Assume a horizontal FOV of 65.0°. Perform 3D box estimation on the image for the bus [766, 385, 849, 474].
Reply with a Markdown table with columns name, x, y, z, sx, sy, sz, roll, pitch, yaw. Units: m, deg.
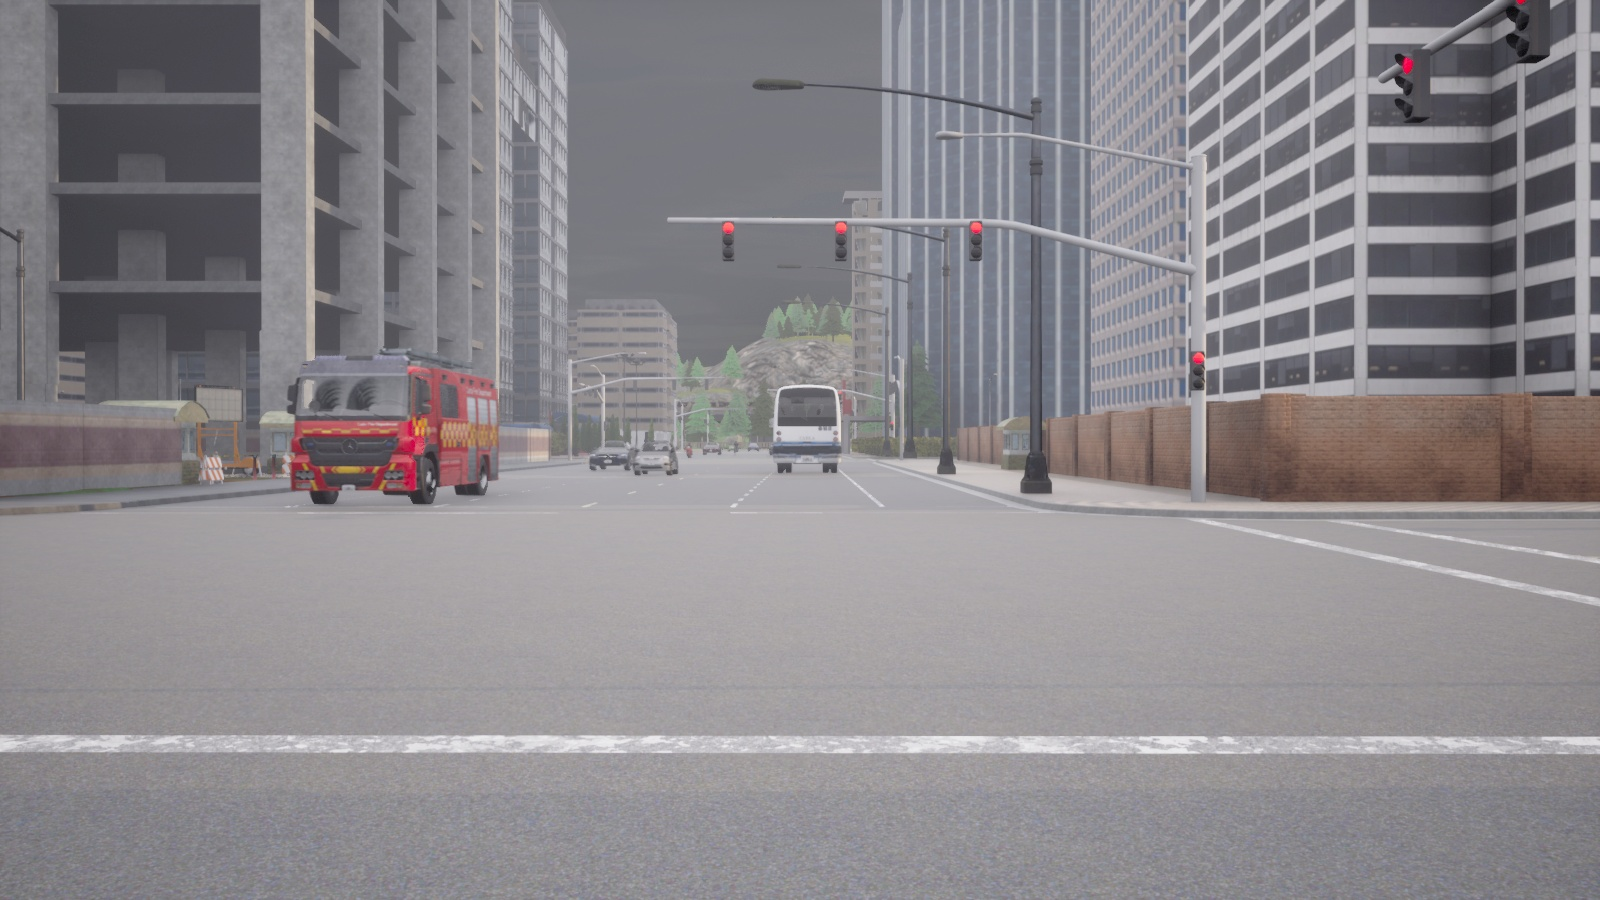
| name | x | y | z | sx | sy | sz | roll | pitch | yaw |
| --- | --- | --- | --- | --- | --- | --- | --- | --- | --- |
| bus | 0.374 | -1.000 | 65.143 | 3.944 | 4.253 | 10.273 | 0 | 0 | 0 |

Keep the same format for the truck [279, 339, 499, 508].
| name | x | y | z | sx | sy | sz | roll | pitch | yaw |
| --- | --- | --- | --- | --- | --- | --- | --- | --- | --- |
| truck | -10.305 | -0.611 | 32.625 | 2.891 | 3.827 | 8.468 | 0 | 0 | 0 |

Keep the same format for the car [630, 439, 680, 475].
| name | x | y | z | sx | sy | sz | roll | pitch | yaw |
| --- | --- | --- | --- | --- | --- | --- | --- | --- | --- |
| car | -6.666 | 0.308 | 58.185 | 1.851 | 1.617 | 3.988 | 0 | 0 | 0 |

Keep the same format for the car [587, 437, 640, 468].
| name | x | y | z | sx | sy | sz | roll | pitch | yaw |
| --- | --- | --- | --- | --- | --- | --- | --- | --- | --- |
| car | -10.109 | 0.127 | 68.490 | 2.152 | 1.651 | 5.027 | 0 | 0 | 0 |
